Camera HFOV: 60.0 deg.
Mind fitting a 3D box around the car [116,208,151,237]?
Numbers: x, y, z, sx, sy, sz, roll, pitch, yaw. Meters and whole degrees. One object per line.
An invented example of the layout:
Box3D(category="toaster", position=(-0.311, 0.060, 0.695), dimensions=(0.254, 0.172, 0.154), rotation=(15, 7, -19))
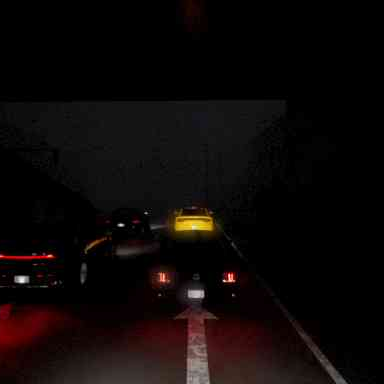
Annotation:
Box3D(category="car", position=(-3.410, 1.564, 17.987), dimensions=(1.994, 1.385, 4.181), rotation=(0, 0, 0))

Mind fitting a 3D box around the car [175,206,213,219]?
Box3D(category="car", position=(0.090, 1.478, 17.709), dimensions=(1.882, 1.535, 5.008), rotation=(0, 0, 0))

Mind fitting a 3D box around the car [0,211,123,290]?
Box3D(category="car", position=(-3.412, 1.505, 9.087), dimensions=(1.837, 1.490, 4.892), rotation=(0, 0, 0))

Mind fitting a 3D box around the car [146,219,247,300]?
Box3D(category="car", position=(0.087, 1.601, 8.366), dimensions=(1.895, 1.301, 4.718), rotation=(0, 0, 0))
